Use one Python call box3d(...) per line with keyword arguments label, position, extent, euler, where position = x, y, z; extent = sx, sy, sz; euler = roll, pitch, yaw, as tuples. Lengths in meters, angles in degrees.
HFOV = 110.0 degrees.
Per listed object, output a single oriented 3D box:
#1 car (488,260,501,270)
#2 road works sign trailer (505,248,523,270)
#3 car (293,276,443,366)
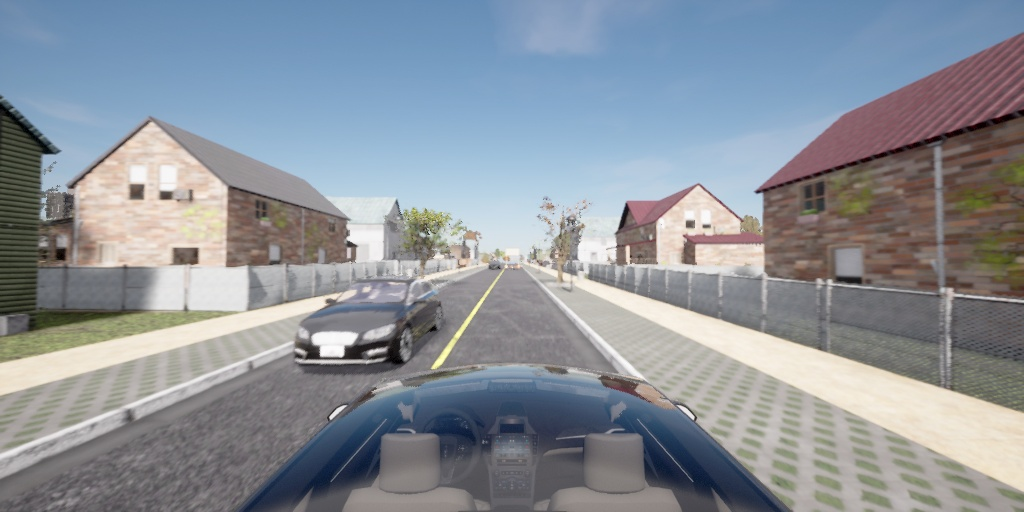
box3d(label="car", position=(-2.726, 1.428, 56.825), extent=(1.882, 1.535, 5.008), euler=(0, 0, 1))
box3d(label="road works sign trailer", position=(0.081, 0.400, 56.131), extent=(2.380, 3.560, 2.880), euler=(0, 0, 0))
box3d(label="car", position=(-2.837, 1.246, 8.120), extent=(2.128, 1.511, 4.902), euler=(0, 0, 0))
